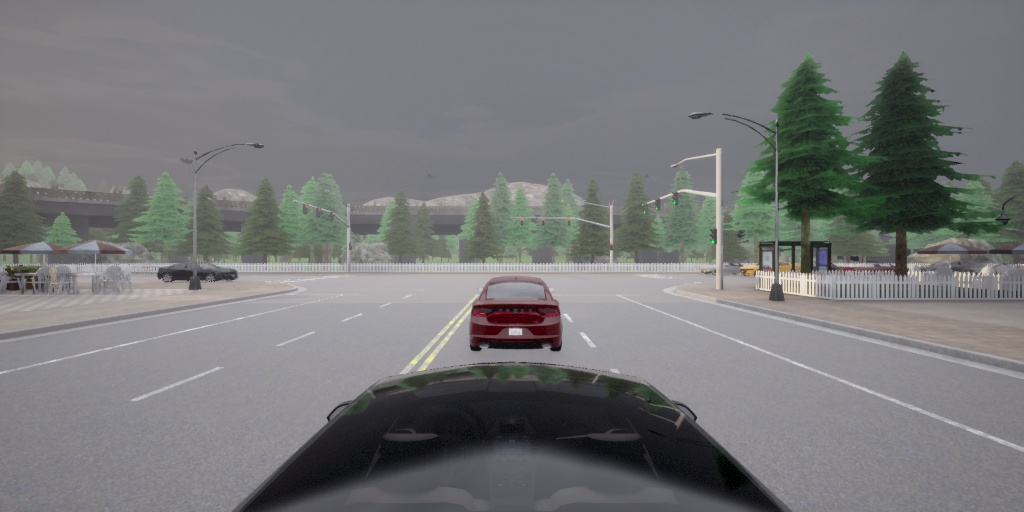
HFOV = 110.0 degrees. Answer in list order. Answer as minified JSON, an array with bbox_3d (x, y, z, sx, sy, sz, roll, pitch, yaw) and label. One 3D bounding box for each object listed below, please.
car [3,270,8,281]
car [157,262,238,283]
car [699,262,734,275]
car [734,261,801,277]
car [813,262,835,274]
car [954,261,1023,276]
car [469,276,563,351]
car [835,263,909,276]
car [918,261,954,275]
[{"bbox_3d":[-39.173,1.220,25.723,4.674,1.442,1.812,0,0,-9],"label":"car"},{"bbox_3d":[-22.921,1.172,26.263,5.008,1.535,1.882,0,0,0],"label":"car"},{"bbox_3d":[21.882,1.295,36.659,4.718,1.301,1.895,0,0,1],"label":"car"},{"bbox_3d":[23.818,1.172,33.127,5.008,1.535,1.882,0,0,1],"label":"car"},{"bbox_3d":[31.051,1.295,36.510,4.718,1.301,1.895,0,0,2],"label":"car"},{"bbox_3d":[43.004,1.258,31.788,4.181,1.385,1.994,0,0,14],"label":"car"},{"bbox_3d":[0.103,1.228,9.002,1.882,1.535,5.008,0,0,1],"label":"car"},{"bbox_3d":[33.121,1.295,32.935,4.718,1.301,1.895,0,0,2],"label":"car"},{"bbox_3d":[43.100,1.200,35.353,4.892,1.490,1.837,0,0,12],"label":"car"}]
